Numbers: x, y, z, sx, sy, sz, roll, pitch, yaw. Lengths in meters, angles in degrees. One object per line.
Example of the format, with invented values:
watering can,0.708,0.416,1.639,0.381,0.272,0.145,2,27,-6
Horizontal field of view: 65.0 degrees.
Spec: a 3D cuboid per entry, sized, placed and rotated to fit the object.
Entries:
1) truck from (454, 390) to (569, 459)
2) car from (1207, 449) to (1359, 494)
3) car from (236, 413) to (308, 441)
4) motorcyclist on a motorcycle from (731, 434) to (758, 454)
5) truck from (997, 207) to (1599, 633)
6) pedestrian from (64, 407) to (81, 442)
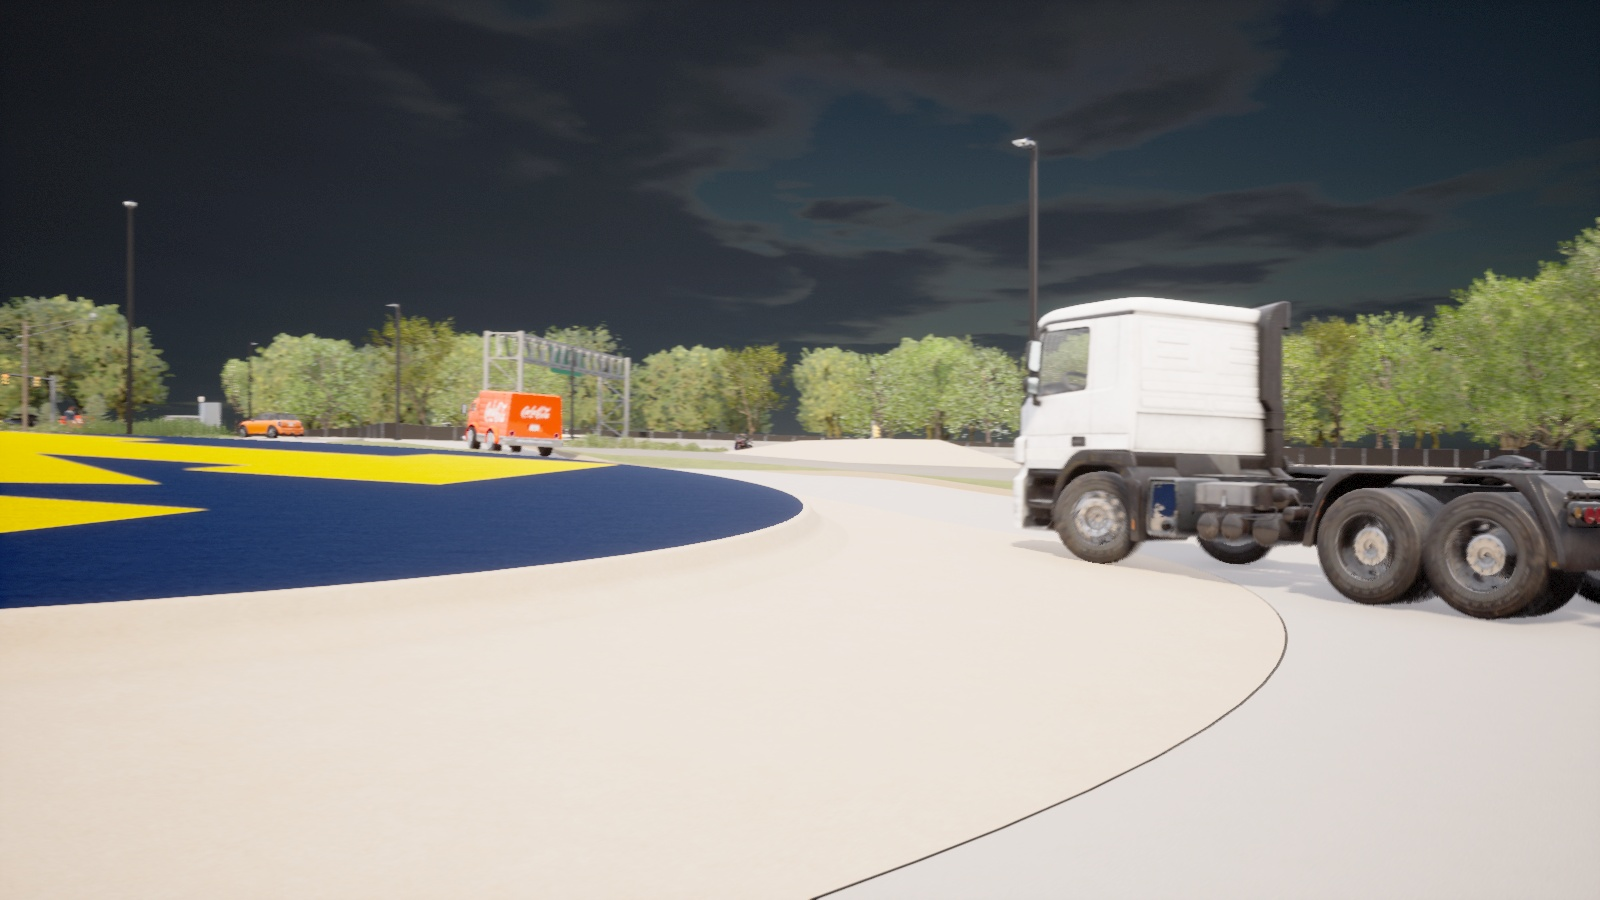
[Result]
truck,-11.661,-1.052,50.428,2.627,2.467,5.204,3,2,-35
car,17.045,0.731,44.520,4.718,1.301,1.895,3,2,12
car,-34.213,-1.472,81.355,4.553,1.767,2.097,1,0,32
motorcyclist on a motorcycle,-4.301,-0.481,98.017,0.866,1.530,2.191,2,2,38
truck,5.903,-0.244,14.209,2.891,3.462,7.936,1,0,-29
pedestrian,-40.749,-1.444,70.354,0.788,1.949,0.423,0,0,17
